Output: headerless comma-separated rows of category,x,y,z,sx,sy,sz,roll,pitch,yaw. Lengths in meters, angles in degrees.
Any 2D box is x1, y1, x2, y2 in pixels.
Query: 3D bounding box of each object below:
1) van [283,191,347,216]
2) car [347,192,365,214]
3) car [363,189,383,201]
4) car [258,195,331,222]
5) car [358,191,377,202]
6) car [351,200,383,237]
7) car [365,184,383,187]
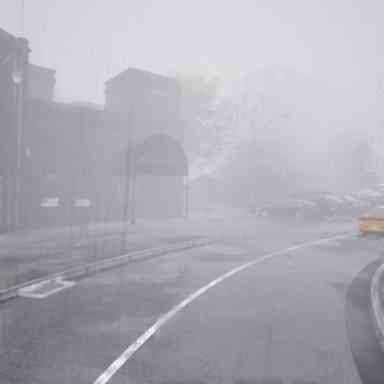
van,9.309,0.936,26.094,1.878,1.987,4.442,-3,2,-40
car,11.360,1.042,28.006,2.231,1.521,4.892,-3,3,-40
car,15.520,0.797,31.534,2.231,1.521,4.892,-3,3,-40
car,7.107,1.261,24.365,2.231,1.521,4.892,-2,2,-40
car,13.486,0.955,29.812,2.002,1.452,4.674,-3,3,-40
car,10.164,1.409,16.755,5.008,1.535,1.882,-2,2,-41
car,21.996,0.163,37.018,2.435,2.045,5.566,-3,3,-40
